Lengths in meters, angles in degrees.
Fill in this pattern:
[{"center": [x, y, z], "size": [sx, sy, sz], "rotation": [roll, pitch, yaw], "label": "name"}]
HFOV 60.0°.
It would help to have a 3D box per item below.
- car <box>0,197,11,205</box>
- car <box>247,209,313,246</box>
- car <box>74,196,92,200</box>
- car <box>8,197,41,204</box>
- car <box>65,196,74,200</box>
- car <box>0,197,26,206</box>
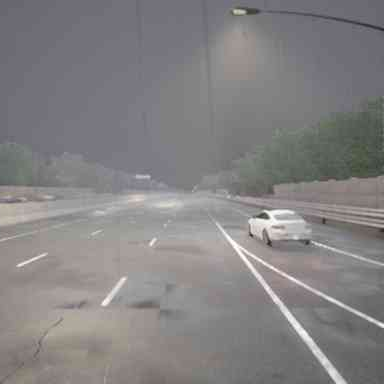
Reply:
[{"center": [-21.079, 1.503, 36.446], "size": [1.994, 1.385, 4.181], "rotation": [0, 0, 0], "label": "car"}, {"center": [3.821, 1.504, 15.002], "size": [1.812, 1.442, 4.674], "rotation": [0, 0, -4], "label": "car"}, {"center": [-17.577, 1.471, 55.489], "size": [1.994, 1.385, 4.181], "rotation": [0, 0, 0], "label": "car"}, {"center": [-17.581, 1.503, 36.169], "size": [1.994, 1.385, 4.181], "rotation": [0, 0, 0], "label": "car"}, {"center": [-21.055, 1.450, 59.204], "size": [2.033, 1.411, 5.357], "rotation": [0, 0, 0], "label": "car"}, {"center": [-28.081, 1.476, 52.076], "size": [1.994, 1.385, 4.181], "rotation": [0, 0, 0], "label": "car"}]
